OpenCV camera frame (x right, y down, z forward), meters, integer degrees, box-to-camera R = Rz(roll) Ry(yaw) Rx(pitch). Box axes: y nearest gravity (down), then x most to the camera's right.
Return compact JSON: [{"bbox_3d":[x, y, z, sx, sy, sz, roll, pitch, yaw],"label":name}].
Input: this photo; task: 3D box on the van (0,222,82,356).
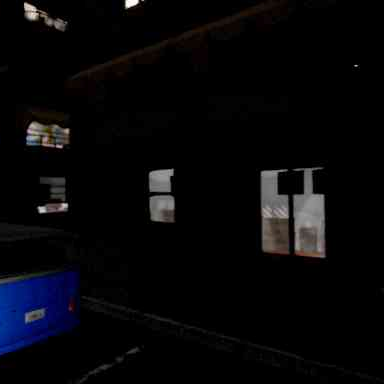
[{"bbox_3d":[-3.551,1.386,5.418,3.998,1.788,1.690,-1,-1,35],"label":"van"}]
